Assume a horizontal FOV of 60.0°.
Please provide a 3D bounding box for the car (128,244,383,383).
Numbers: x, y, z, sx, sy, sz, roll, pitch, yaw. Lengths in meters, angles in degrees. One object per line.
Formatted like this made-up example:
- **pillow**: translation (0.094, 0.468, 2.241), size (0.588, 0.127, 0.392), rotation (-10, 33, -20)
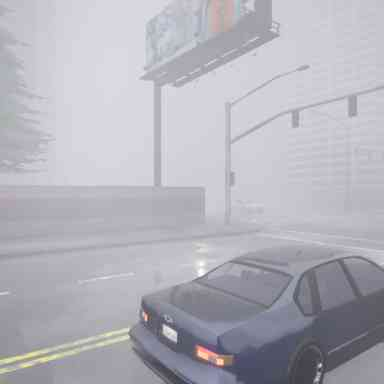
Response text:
- **car**: translation (1.779, 1.547, 5.033), size (5.357, 1.411, 2.033), rotation (0, 0, -37)

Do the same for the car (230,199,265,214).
- **car**: translation (5.720, 1.526, 35.862), size (1.812, 1.442, 4.674), rotation (0, 0, -35)
